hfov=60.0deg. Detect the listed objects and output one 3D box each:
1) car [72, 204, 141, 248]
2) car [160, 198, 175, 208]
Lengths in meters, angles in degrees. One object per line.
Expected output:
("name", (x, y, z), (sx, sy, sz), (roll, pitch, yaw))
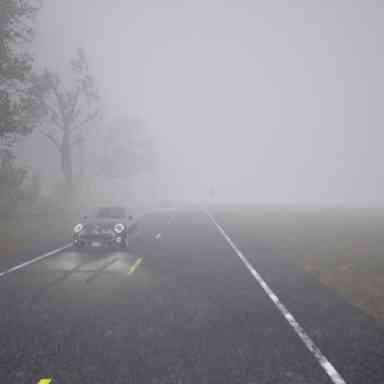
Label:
("car", (-3.598, 1.380, 14.735), (2.097, 1.767, 4.553), (0, 0, 0))
("car", (-3.551, 1.643, 48.865), (1.994, 1.385, 4.181), (0, 0, 0))
